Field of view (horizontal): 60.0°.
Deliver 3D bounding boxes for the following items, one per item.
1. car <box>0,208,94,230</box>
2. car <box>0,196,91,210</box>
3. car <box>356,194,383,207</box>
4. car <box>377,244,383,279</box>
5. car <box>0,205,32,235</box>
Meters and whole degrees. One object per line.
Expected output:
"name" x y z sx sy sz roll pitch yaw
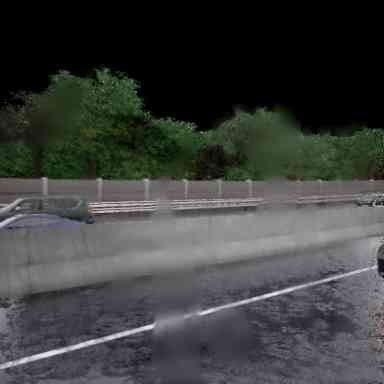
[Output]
"car" -6.241 1.517 12.420 4.674 1.442 1.812 0 0 -35
"car" -7.513 1.210 15.812 5.566 2.045 2.150 0 0 -35
"car" 21.819 1.025 40.121 4.892 1.490 1.837 -2 1 -33
"car" 6.521 1.471 8.322 4.892 1.490 1.837 0 0 -35
"car" -11.168 1.517 17.505 4.674 1.442 1.812 0 0 -35
